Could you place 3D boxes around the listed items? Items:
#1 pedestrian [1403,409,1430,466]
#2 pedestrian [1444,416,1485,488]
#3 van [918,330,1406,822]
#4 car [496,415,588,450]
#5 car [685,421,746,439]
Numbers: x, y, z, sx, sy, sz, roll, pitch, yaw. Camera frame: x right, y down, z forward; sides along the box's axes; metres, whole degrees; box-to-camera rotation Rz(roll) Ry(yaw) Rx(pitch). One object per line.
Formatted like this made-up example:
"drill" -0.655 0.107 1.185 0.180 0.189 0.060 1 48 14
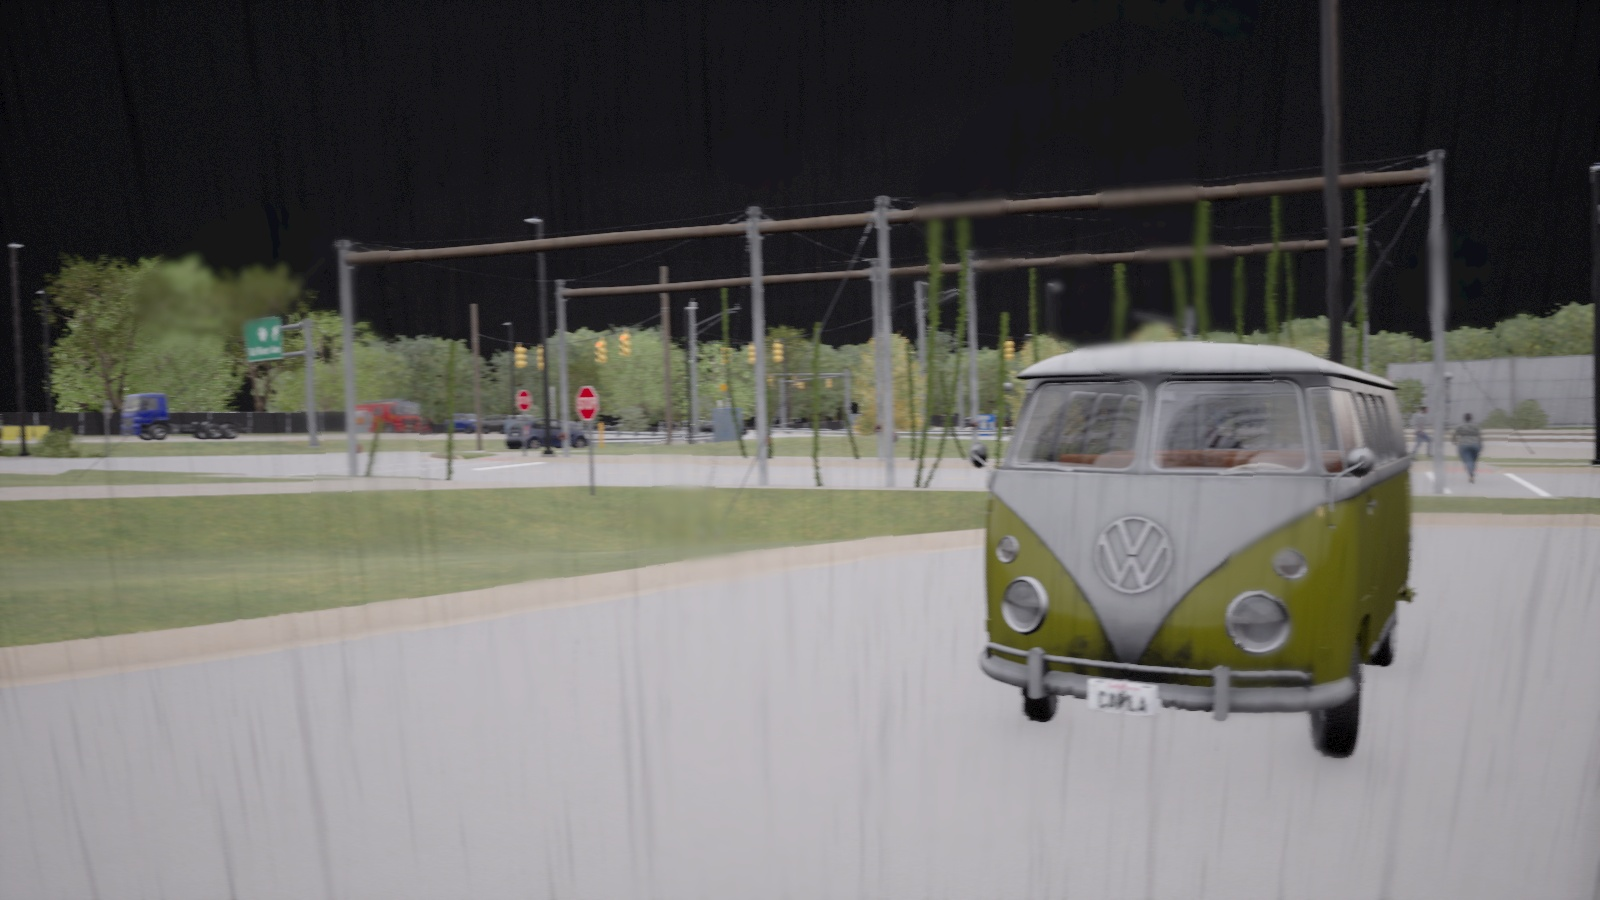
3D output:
"pedestrian" 20.143 -0.413 41.051 0.706 1.836 0.354 -1 2 14
"pedestrian" 17.555 0.041 33.200 0.874 1.855 0.900 -1 2 23
"van" 2.430 0.453 7.426 1.775 1.987 4.442 1 2 29
"car" -12.290 -0.844 60.043 1.851 1.617 3.988 0 1 42
"car" -6.295 -1.499 92.990 1.895 1.301 4.718 -1 2 -45
